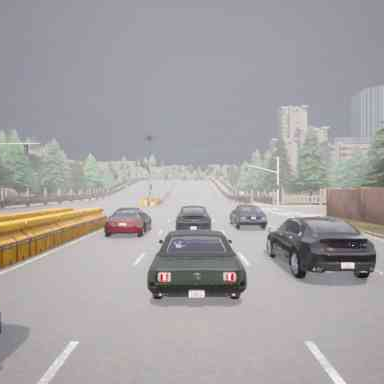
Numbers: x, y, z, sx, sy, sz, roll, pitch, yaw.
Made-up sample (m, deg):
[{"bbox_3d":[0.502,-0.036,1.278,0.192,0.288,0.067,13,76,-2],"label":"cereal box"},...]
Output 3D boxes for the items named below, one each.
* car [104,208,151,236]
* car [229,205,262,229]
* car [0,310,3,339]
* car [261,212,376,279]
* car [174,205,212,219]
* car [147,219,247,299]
[{"bbox_3d":[-3.427,1.564,18.350,1.994,1.385,4.181,0,0,0],"label":"car"},{"bbox_3d":[3.578,1.547,21.679,2.033,1.411,5.357,0,0,1],"label":"car"},{"bbox_3d":[-3.403,1.478,2.346,1.882,1.535,5.008,0,0,0],"label":"car"},{"bbox_3d":[3.581,1.500,10.045,1.837,1.490,4.892,0,-2,0],"label":"car"},{"bbox_3d":[0.072,1.505,18.625,1.837,1.490,4.892,0,0,0],"label":"car"},{"bbox_3d":[0.089,1.601,8.388,1.895,1.301,4.718,0,0,0],"label":"car"}]
